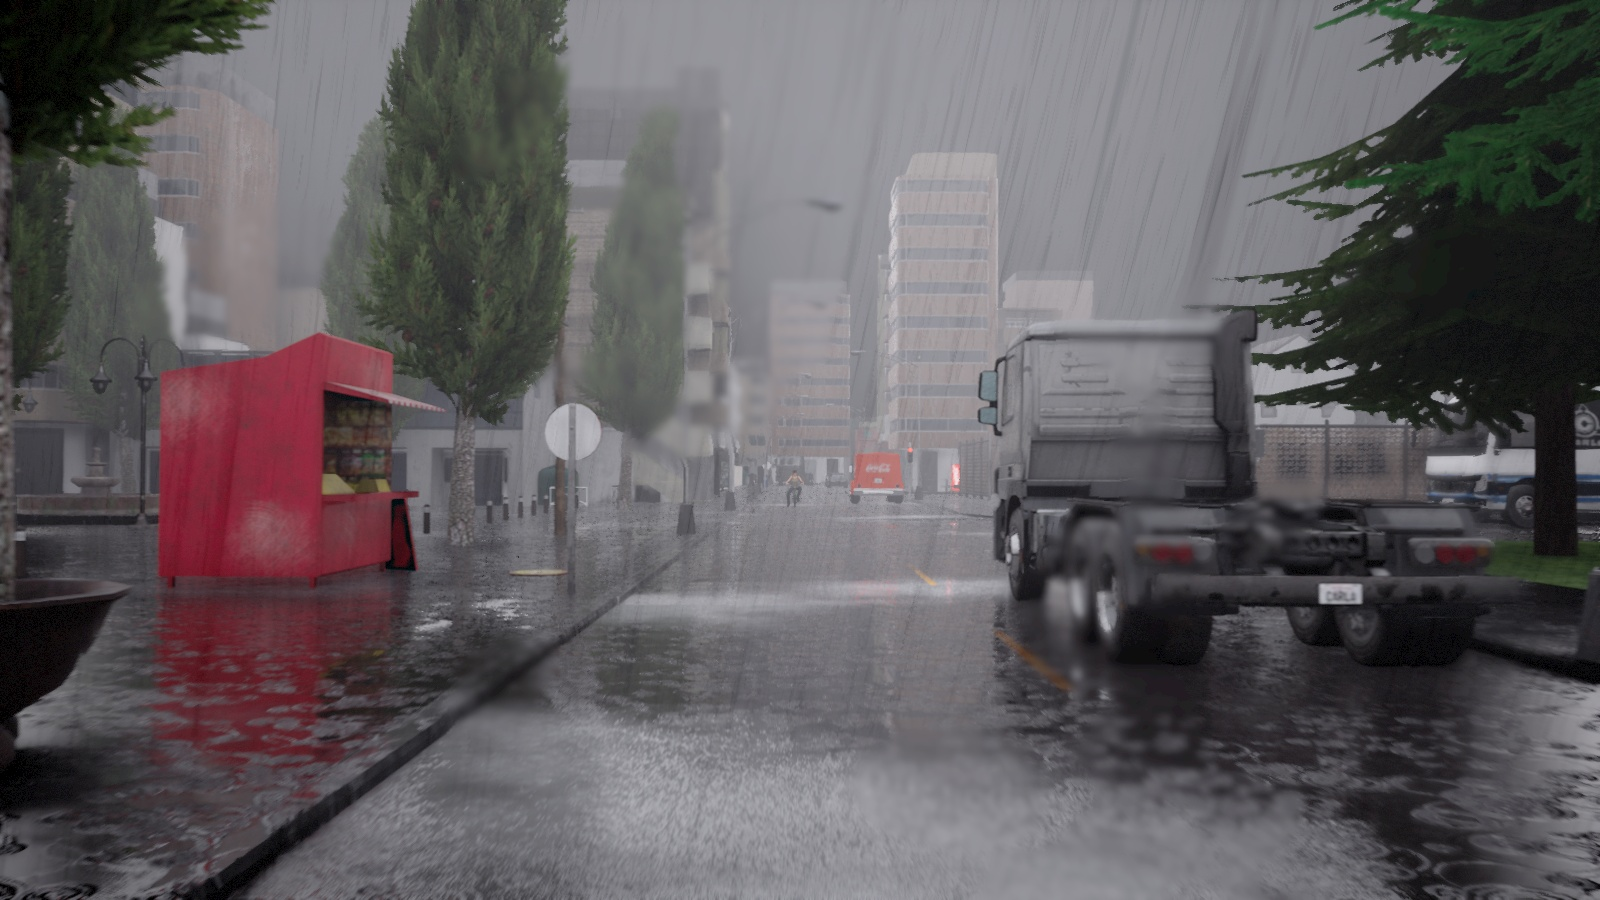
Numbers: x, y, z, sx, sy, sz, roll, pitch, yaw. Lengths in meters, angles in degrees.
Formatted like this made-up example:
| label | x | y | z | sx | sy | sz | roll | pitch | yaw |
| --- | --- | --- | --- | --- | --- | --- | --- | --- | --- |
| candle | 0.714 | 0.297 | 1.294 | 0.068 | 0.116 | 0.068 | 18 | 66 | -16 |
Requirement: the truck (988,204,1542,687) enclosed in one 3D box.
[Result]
| label | x | y | z | sx | sy | sz | roll | pitch | yaw |
| --- | --- | --- | --- | --- | --- | --- | --- | --- | --- |
| truck | 3.930 | 0.035 | 13.005 | 2.891 | 3.462 | 7.936 | 0 | -1 | 1 |

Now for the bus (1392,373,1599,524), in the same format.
| label | x | y | z | sx | sy | sz | roll | pitch | yaw |
| --- | --- | --- | --- | --- | --- | --- | --- | --- | --- |
| bus | 23.712 | -0.028 | 37.431 | 10.273 | 4.253 | 3.944 | 0 | -1 | -1 |

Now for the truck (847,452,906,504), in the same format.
| label | x | y | z | sx | sy | sz | roll | pitch | yaw |
| --- | --- | --- | --- | --- | --- | --- | --- | --- | --- |
| truck | 3.763 | 1.366 | 62.677 | 2.627 | 2.467 | 5.204 | 0 | -1 | 0 |
